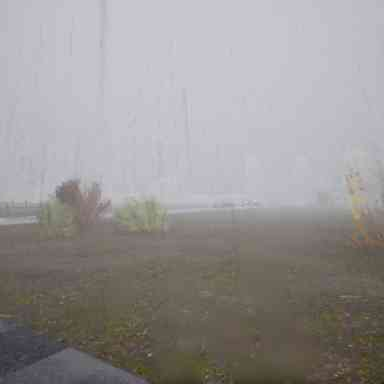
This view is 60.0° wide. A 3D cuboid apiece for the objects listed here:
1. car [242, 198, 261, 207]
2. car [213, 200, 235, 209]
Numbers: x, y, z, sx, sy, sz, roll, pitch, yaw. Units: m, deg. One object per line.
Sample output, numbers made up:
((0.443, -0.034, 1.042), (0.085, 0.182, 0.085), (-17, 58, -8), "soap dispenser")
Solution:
((11.312, 1.989, 63.304), (2.097, 1.767, 4.553), (-1, -1, 36), "car")
((5.327, 2.014, 54.885), (2.128, 1.511, 4.902), (-1, -1, 36), "car")
